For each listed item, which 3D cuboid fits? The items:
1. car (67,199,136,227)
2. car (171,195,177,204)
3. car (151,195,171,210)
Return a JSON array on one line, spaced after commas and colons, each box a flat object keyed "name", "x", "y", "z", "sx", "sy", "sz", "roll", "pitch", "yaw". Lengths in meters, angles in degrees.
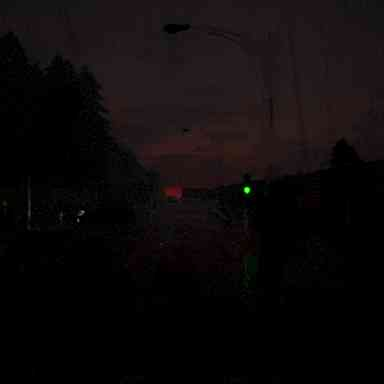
[{"name": "car", "x": -6.178, "y": 1.333, "z": 22.919, "sx": 4.553, "sy": 1.767, "sz": 2.097, "roll": 0, "pitch": 0, "yaw": -42}, {"name": "car", "x": -3.995, "y": 1.302, "z": 64.463, "sx": 2.097, "sy": 1.767, "sz": 4.553, "roll": 0, "pitch": 0, "yaw": 0}, {"name": "car", "x": -4.018, "y": 1.472, "z": 41.975, "sx": 1.837, "sy": 1.490, "sz": 4.892, "roll": 0, "pitch": 0, "yaw": 1}]
